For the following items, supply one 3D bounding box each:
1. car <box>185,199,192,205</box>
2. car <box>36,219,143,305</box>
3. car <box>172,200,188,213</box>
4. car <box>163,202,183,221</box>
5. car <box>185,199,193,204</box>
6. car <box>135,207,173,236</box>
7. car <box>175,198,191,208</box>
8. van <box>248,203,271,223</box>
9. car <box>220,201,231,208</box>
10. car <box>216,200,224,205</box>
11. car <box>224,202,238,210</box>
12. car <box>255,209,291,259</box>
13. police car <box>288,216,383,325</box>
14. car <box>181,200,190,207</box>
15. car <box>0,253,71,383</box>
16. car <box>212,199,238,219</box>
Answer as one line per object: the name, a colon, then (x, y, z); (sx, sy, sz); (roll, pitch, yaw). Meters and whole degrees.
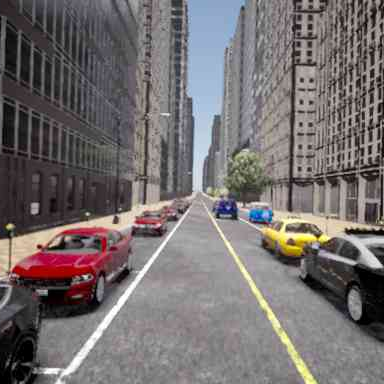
car: (-0.940, 2.516, 87.745); (1.752, 1.417, 4.829); (1, -1, 1)
car: (-2.625, 1.571, 8.179); (1.887, 1.381, 4.507); (1, -1, 1)
car: (-1.902, 2.022, 42.350); (1.947, 1.339, 4.313); (1, -1, 1)
car: (-2.145, 1.898, 30.960); (1.802, 1.307, 4.206); (1, -1, 1)
car: (-0.817, 2.621, 93.609); (1.947, 1.339, 4.313); (1, -1, 1)
car: (-2.385, 1.754, 19.569); (1.802, 1.307, 4.206); (1, -1, 1)
car: (-1.776, 1.840, 48.048); (2.192, 1.841, 5.009); (1, -1, 1)
van: (6.237, 1.899, 30.782); (1.690, 1.788, 3.998); (1, -1, 1)
car: (7.075, 2.589, 70.647); (2.008, 1.369, 4.403); (1, -1, 1)
car: (7.437, 2.816, 87.733); (1.802, 1.307, 4.206); (1, -1, 1)
car: (6.834, 2.455, 59.256); (2.008, 1.369, 4.403); (1, -1, 1)
car: (4.087, 1.745, 13.717); (1.801, 1.575, 5.366); (2, -1, 1)
police car: (3.959, 1.637, 7.639); (1.930, 1.638, 5.238); (2, -1, 1)
car: (-1.300, 2.379, 70.828); (1.802, 1.307, 4.206); (1, -1, 1)
car: (-2.746, 1.518, 2.483); (1.947, 1.339, 4.313); (1, -1, 1)
car: (3.679, 1.765, 35.887); (2.150, 2.045, 5.566); (2, -1, 2)
